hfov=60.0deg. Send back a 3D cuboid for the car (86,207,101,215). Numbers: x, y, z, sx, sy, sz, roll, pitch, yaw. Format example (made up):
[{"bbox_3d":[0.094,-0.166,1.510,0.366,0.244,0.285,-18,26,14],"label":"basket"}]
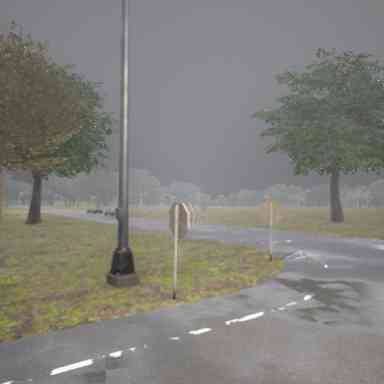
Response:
[{"bbox_3d":[-17.753,3.399,60.486,1.895,1.301,4.718,2,-2,-34],"label":"car"}]

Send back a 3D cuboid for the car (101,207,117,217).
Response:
[{"bbox_3d":[-12.194,3.146,52.140,1.812,1.442,4.674,2,-3,-34],"label":"car"}]
